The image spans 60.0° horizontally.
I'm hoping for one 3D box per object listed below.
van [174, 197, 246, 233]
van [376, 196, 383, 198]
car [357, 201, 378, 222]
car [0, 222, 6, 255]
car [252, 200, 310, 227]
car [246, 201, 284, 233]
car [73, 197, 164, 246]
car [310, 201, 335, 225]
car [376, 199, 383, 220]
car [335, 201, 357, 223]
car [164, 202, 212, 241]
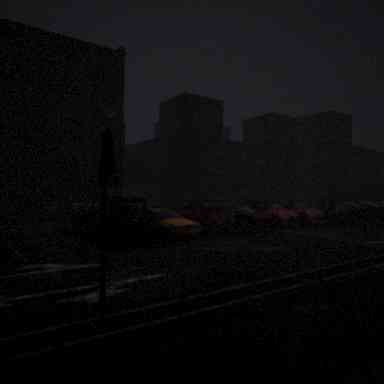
[{"bbox_3d":[0.670,1.287,18.894,1.878,1.987,4.442,0,0,-36],"label":"van"},{"bbox_3d":[20.963,1.416,33.388,1.878,1.987,4.442,0,0,-36],"label":"van"},{"bbox_3d":[11.822,1.575,26.996,2.231,1.521,4.892,0,0,-36],"label":"car"},{"bbox_3d":[-8.377,1.476,12.583,2.231,1.521,4.892,0,0,-36],"label":"car"},{"bbox_3d":[5.071,1.408,22.219,2.185,1.767,4.553,0,0,-36],"label":"car"},{"bbox_3d":[2.842,1.523,20.595,2.097,1.535,5.008,0,0,-36],"label":"car"},{"bbox_3d":[-3.902,1.242,15.806,2.435,2.045,5.566,0,0,-36],"label":"car"},{"bbox_3d":[7.314,1.421,23.822,2.185,1.767,4.553,0,0,-36],"label":"car"},{"bbox_3d":[14.066,1.589,28.599,2.231,1.521,4.892,0,0,-36],"label":"car"},{"bbox_3d":[9.594,1.433,25.374,2.185,1.767,4.553,0,0,-36],"label":"car"},{"bbox_3d":[-1.535,1.500,17.235,1.946,1.575,5.366,0,0,-36],"label":"car"}]
